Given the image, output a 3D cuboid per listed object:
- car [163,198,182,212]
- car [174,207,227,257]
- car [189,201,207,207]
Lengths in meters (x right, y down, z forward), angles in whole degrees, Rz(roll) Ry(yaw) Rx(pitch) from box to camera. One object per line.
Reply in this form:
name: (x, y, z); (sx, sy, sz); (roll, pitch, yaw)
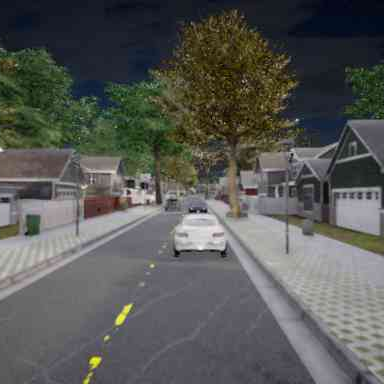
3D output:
car: (-2.266, 1.551, 40.021); (1.837, 1.490, 4.892); (0, 0, 1)
car: (0.300, 1.535, 12.937); (1.812, 1.442, 4.674); (0, 0, 1)
car: (0.591, 1.634, 34.518); (1.895, 1.301, 4.718); (0, 0, 1)
